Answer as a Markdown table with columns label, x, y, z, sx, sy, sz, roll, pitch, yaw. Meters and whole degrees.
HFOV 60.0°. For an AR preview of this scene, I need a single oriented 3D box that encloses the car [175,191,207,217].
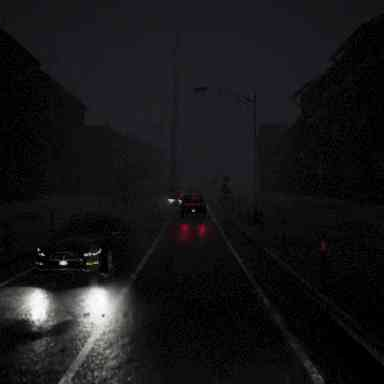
| label | x | y | z | sx | sy | sz | roll | pitch | yaw |
| --- | --- | --- | --- | --- | --- | --- | --- | --- | --- |
| car | 0.102 | 0.968 | 25.118 | 2.128 | 1.511 | 4.902 | 0 | 2 | 0 |

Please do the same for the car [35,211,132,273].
| label | x | y | z | sx | sy | sz | roll | pitch | yaw |
| --- | --- | --- | --- | --- | --- | --- | --- | --- | --- |
| car | -3.099 | 1.412 | 10.433 | 1.837 | 1.490 | 4.892 | 0 | 1 | 0 |

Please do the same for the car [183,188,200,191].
| label | x | y | z | sx | sy | sz | roll | pitch | yaw |
| --- | --- | --- | --- | --- | --- | --- | --- | --- | --- |
| car | 0.397 | 0.418 | 42.848 | 2.128 | 1.511 | 4.902 | 0 | 1 | 2 |

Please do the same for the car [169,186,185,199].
| label | x | y | z | sx | sy | sz | roll | pitch | yaw |
| --- | --- | --- | --- | --- | --- | --- | --- | --- | --- |
| car | -2.208 | 0.040 | 51.794 | 2.150 | 2.045 | 5.566 | 0 | 1 | 5 |
